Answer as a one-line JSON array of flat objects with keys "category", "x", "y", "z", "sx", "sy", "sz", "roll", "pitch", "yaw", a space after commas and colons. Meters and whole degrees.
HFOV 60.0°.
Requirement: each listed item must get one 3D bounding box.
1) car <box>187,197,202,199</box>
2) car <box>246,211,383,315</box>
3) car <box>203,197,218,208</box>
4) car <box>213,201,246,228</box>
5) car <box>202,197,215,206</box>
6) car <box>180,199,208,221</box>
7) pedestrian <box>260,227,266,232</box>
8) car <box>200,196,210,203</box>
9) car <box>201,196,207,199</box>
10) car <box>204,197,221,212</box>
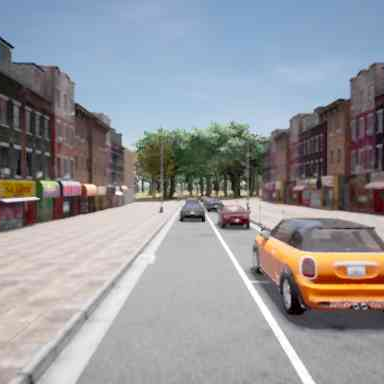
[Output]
[{"category": "car", "x": 0.027, "y": 1.465, "z": 46.336, "sx": 2.128, "sy": 1.511, "sz": 4.902, "roll": 0, "pitch": 0, "yaw": 1}, {"category": "car", "x": 2.751, "y": 1.341, "z": 7.696, "sx": 2.097, "sy": 1.767, "sz": 4.553, "roll": 0, "pitch": 0, "yaw": 0}, {"category": "car", "x": 2.635, "y": 1.518, "z": 48.684, "sx": 1.887, "sy": 1.381, "sz": 4.507, "roll": -1, "pitch": 0, "yaw": 0}, {"category": "car", "x": 2.631, "y": 1.520, "z": 21.651, "sx": 1.887, "sy": 1.381, "sz": 4.507, "roll": -1, "pitch": 0, "yaw": 0}, {"category": "car", "x": 2.636, "y": 1.528, "z": 54.090, "sx": 2.008, "sy": 1.369, "sz": 4.403, "roll": -1, "pitch": 0, "yaw": 0}, {"category": "car", "x": 0.061, "y": 1.536, "z": 27.071, "sx": 1.994, "sy": 1.385, "sz": 4.181, "roll": 0, "pitch": 0, "yaw": 0}, {"category": "pedestrian", "x": 2.265, "y": 1.280, "z": 10.490, "sx": 0.375, "sy": 1.860, "sz": 0.375, "roll": -1, "pitch": 1, "yaw": 0}, {"category": "car", "x": 2.639, "y": 1.540, "z": 70.310, "sx": 1.887, "sy": 1.381, "sz": 4.507, "roll": -1, "pitch": 0, "yaw": 0}, {"category": "car", "x": 2.635, "y": 1.521, "z": 43.277, "sx": 2.008, "sy": 1.369, "sz": 4.403, "roll": -1, "pitch": 0, "yaw": 0}, {"category": "car", "x": 2.634, "y": 1.535, "z": 37.871, "sx": 1.947, "sy": 1.339, "sz": 4.313, "roll": -1, "pitch": 0, "yaw": 0}]
